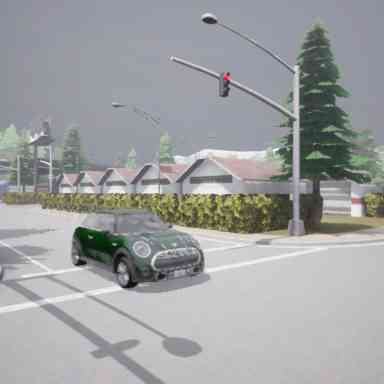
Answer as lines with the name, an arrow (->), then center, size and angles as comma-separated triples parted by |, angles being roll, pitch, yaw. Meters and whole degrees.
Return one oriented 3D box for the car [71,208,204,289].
car -> -1.709, 1.299, 9.411 | 2.097, 1.767, 4.553 | 0, 0, -40
